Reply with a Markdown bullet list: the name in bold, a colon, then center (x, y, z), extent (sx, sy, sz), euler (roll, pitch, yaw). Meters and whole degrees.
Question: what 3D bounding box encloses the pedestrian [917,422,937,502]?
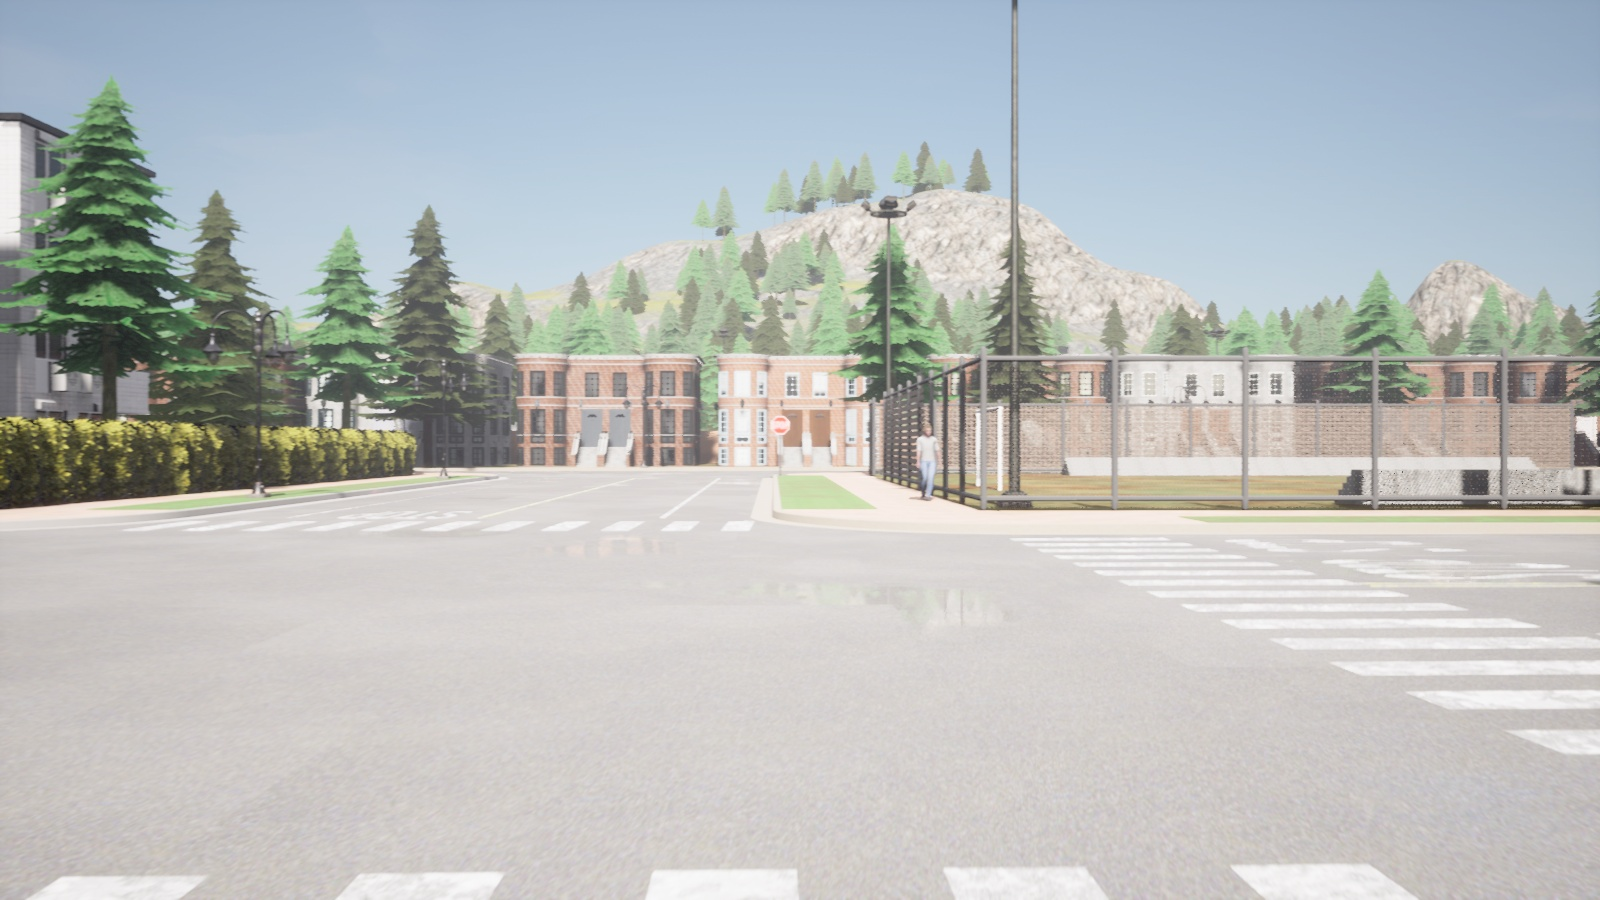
- **pedestrian**: center (2.966, 0.273, 29.386), extent (0.354, 1.836, 0.706), euler (0, 0, -3)
